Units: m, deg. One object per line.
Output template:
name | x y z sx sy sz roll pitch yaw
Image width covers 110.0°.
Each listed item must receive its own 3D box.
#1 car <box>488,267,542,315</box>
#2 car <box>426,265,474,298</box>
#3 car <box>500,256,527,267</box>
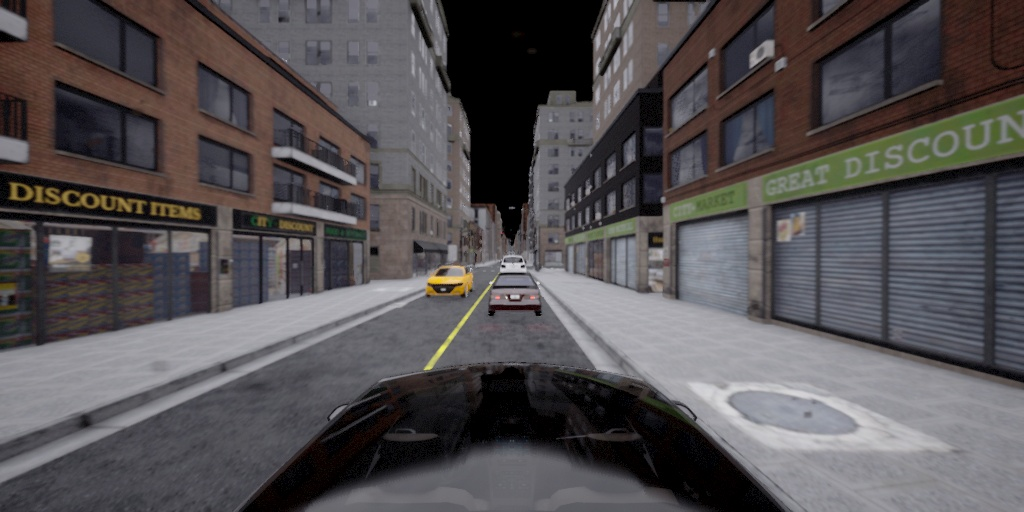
car | 0.099 1.308 13.549 2.033 1.411 5.357 0 0 0
car | -3.096 1.243 18.644 1.882 1.535 5.008 0 0 0
car | 0.104 0.992 31.184 2.150 2.045 5.566 0 0 0
